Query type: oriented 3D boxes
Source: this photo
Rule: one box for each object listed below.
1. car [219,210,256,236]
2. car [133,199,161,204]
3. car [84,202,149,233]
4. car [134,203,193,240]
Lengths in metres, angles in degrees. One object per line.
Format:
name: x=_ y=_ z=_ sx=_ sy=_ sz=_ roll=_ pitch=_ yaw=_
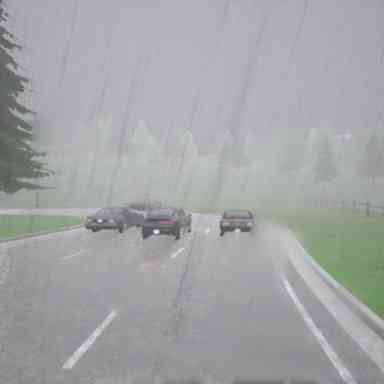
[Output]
car: x=2.541 y=1.637 z=18.777 sx=1.895 sy=1.301 sz=4.718 roll=0 pitch=0 yaw=7
car: x=-5.444 y=1.505 z=36.920 sx=4.902 sy=1.511 sz=2.128 roll=0 pitch=0 yaw=37
car: x=-4.400 y=1.546 z=19.600 sx=2.033 sy=1.411 sz=5.357 roll=0 pitch=0 yaw=8
car: x=-1.181 y=1.519 z=17.186 sx=1.837 sy=1.490 sz=4.892 roll=0 pitch=0 yaw=10
